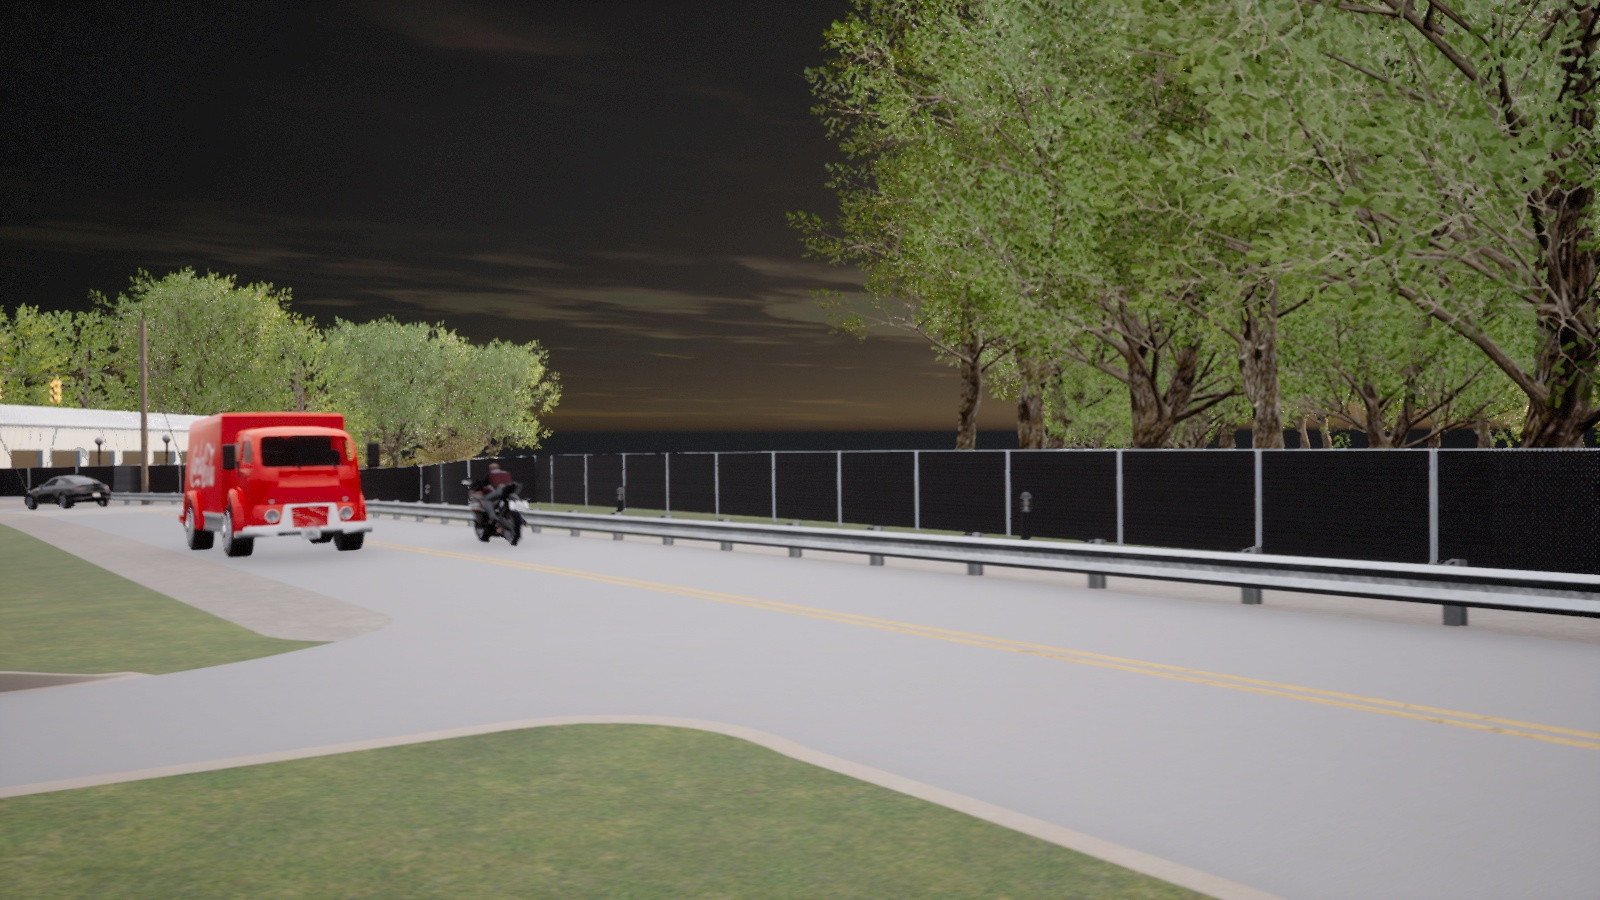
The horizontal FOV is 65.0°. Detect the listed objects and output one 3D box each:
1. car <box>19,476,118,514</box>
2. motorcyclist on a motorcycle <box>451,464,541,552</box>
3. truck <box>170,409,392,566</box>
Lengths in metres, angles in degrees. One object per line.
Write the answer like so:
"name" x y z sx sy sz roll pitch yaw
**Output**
"car" -32.339 1.986 55.461 4.674 1.442 1.812 -3 0 33
"motorcyclist on a motorcycle" -5.641 1.040 23.233 0.866 1.530 2.191 -1 0 -34
"truck" -9.470 0.613 22.623 2.627 2.467 5.204 -1 0 -34
